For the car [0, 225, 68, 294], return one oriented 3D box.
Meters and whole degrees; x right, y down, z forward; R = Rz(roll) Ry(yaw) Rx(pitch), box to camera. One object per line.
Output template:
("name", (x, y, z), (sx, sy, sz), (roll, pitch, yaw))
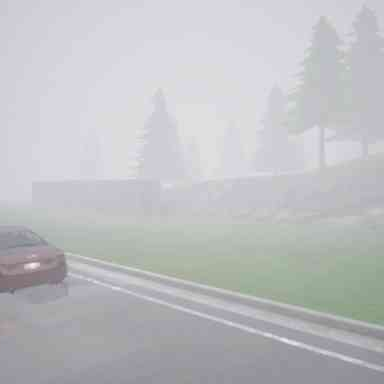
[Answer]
("car", (-4.912, 1.512, 8.291), (4.181, 1.385, 1.994), (1, 0, 40))
